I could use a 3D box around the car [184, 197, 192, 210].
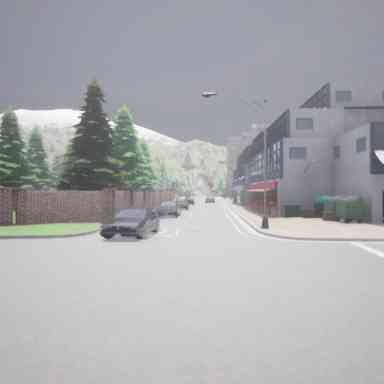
[{"bbox_3d":[-1.420,1.553,41.674,1.994,1.385,4.181,0,0,3],"label":"car"}]

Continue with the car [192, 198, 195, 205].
[{"bbox_3d":[-0.521,1.586,57.065,1.895,1.301,4.718,0,0,4],"label":"car"}]

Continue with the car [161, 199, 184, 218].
[{"bbox_3d":[-2.056,1.518,30.072,1.812,1.442,4.674,0,0,3],"label":"car"}]

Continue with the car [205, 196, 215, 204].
[{"bbox_3d":[3.554,1.530,65.452,2.033,1.411,5.357,0,0,3],"label":"car"}]

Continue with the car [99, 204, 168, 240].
[{"bbox_3d":[-2.904,1.529,17.036,2.033,1.411,5.357,0,-1,7],"label":"car"}]
